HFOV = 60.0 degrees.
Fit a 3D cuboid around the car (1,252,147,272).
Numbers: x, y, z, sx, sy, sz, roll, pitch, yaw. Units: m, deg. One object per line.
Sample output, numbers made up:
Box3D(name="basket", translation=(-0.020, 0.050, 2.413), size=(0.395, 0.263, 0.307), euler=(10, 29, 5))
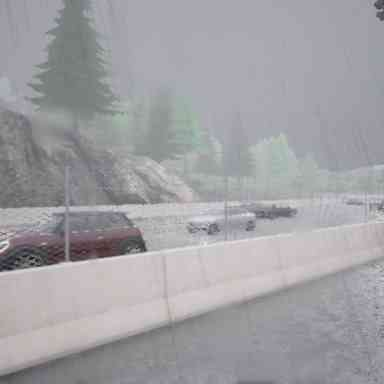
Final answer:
Box3D(name="car", translation=(-3.719, 1.382, 10.073), size=(4.553, 1.767, 2.097), euler=(0, 0, -37))
